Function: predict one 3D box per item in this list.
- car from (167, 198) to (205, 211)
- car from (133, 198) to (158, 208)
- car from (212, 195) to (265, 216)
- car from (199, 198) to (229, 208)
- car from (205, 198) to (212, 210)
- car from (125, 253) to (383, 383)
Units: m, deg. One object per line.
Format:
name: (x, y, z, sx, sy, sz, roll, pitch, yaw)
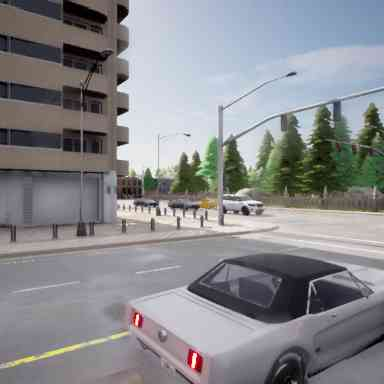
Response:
car: (-1.106, 1.610, 42.716, 2.033, 1.411, 5.357, 0, 0, -36)
car: (-7.236, 1.610, 51.274, 2.033, 1.411, 5.357, 0, 0, -36)
car: (4.960, 1.285, 34.289, 2.150, 2.045, 5.566, 0, 0, -36)
car: (3.204, 1.590, 49.067, 1.812, 1.442, 4.674, 0, 0, -36)
car: (2.084, 1.541, 44.608, 1.882, 1.535, 5.008, 0, 0, -36)
car: (1.561, 1.602, 4.892, 4.718, 1.301, 1.895, 0, 0, -35)
